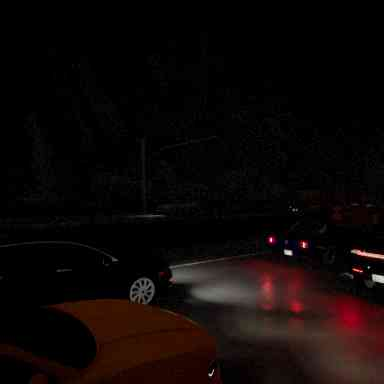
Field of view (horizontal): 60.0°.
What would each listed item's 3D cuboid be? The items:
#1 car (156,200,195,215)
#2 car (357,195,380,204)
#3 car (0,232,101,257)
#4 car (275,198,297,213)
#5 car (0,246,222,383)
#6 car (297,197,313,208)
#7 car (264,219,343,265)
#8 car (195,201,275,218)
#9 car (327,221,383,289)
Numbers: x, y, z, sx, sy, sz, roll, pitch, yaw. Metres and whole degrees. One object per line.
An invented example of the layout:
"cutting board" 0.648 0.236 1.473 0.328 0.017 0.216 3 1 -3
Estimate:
"car" -1.392 1.504 33.377 4.674 1.442 1.812 0 0 -36
"car" 30.109 1.247 56.612 5.008 1.535 1.882 -2 1 -36
"car" -2.653 1.505 6.152 4.892 1.490 1.837 0 0 -36
"car" 7.496 1.512 31.243 4.181 1.385 1.994 0 0 -36
"car" -2.002 1.477 2.296 5.008 1.535 1.882 0 0 -36
"car" 14.601 1.437 45.200 4.181 1.385 1.994 0 0 -36
"car" 4.787 1.591 11.626 4.718 1.301 1.895 0 0 -36
"car" 3.129 1.532 23.661 5.357 1.411 2.033 0 0 -36
"car" 5.646 1.483 7.920 4.902 1.511 2.128 0 0 -36
